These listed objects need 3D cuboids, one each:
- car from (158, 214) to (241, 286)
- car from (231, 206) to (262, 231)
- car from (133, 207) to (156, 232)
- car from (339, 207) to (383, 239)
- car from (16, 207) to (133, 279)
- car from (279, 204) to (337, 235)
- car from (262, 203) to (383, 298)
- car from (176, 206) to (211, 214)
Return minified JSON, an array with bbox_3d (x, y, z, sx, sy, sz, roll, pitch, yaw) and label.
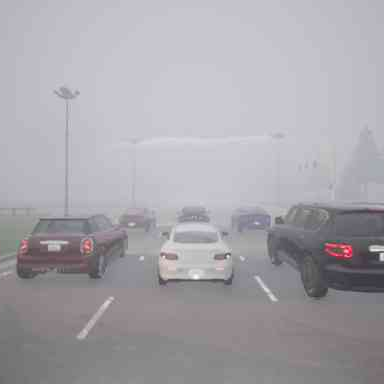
[{"bbox_3d":[0.094,1.585,9.510,1.812,1.442,4.674,0,0,0],"label":"car"},{"bbox_3d":[3.602,1.608,20.967,1.882,1.535,5.008,0,0,0],"label":"car"},{"bbox_3d":[-3.399,1.656,21.007,1.812,1.442,4.674,0,0,0],"label":"car"},{"bbox_3d":[10.601,1.665,18.974,2.033,1.411,5.357,0,0,0],"label":"car"},{"bbox_3d":[-3.410,1.416,10.373,2.097,1.767,4.553,0,0,0],"label":"car"},{"bbox_3d":[7.103,1.608,20.953,1.882,1.535,5.008,0,0,0],"label":"car"},{"bbox_3d":[3.593,1.279,8.778,2.150,2.045,5.566,0,0,0],"label":"car"},{"bbox_3d":[0.102,1.632,20.716,1.837,1.490,4.892,0,-1,0],"label":"car"}]
